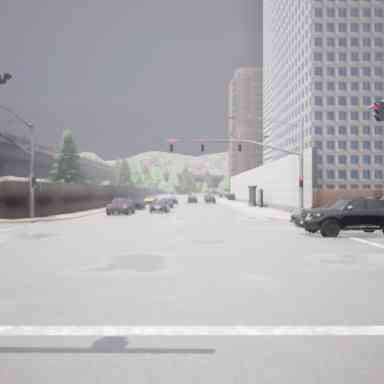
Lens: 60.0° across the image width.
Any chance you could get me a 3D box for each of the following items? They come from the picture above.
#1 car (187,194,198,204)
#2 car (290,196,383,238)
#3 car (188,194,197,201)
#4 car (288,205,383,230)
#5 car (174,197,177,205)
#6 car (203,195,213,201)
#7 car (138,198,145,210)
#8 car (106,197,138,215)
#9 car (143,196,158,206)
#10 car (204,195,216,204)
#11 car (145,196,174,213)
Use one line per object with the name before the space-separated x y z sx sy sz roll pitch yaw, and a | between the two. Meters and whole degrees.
car | 0.090 1.429 64.424 1.882 1.535 5.008 0 0 0
car | 8.423 1.253 17.459 5.566 2.045 2.150 1 0 -6
car | 0.104 1.272 74.647 1.837 1.490 4.892 0 0 0
car | 9.151 1.580 21.336 5.357 1.411 2.033 0 0 0
car | -3.535 1.530 45.558 1.994 1.385 4.181 0 0 -1
car | 3.604 1.312 74.641 2.033 1.411 5.357 0 0 0
car | -7.035 1.569 42.051 1.895 1.301 4.718 0 0 0
car | -7.048 1.327 33.054 2.097 1.767 4.553 0 0 0
car | -6.994 1.435 56.542 1.882 1.535 5.008 0 1 1
car | 3.590 1.457 64.418 1.837 1.490 4.892 0 0 0
car | -3.538 1.464 36.638 2.128 1.511 4.902 0 0 0
